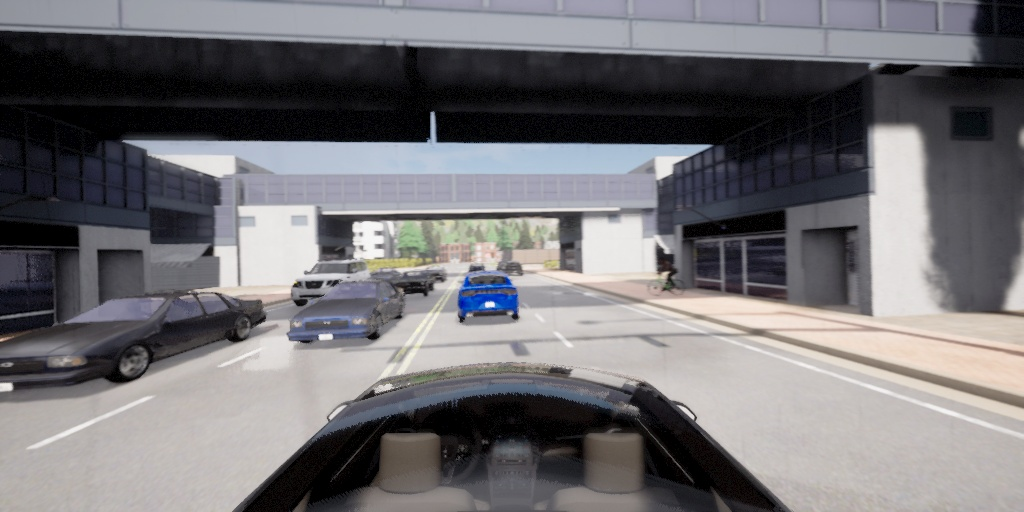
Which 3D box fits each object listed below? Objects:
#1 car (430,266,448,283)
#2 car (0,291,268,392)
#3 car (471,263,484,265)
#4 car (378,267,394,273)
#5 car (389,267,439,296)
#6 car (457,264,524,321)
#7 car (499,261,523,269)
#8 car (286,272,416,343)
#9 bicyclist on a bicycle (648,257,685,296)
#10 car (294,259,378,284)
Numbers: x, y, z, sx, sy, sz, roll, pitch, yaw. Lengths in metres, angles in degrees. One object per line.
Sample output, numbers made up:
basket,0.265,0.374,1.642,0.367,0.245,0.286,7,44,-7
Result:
car,-6.513,1.530,30.184,1.895,1.301,4.718,-2,0,-6
car,-7.635,1.506,7.795,2.033,1.411,5.357,-2,0,-6
car,-4.083,1.464,42.076,1.895,1.301,4.718,-2,0,-6
car,-9.779,1.582,27.825,1.994,1.385,4.181,-2,0,-6
car,-5.442,1.500,20.122,1.895,1.301,4.718,-2,0,-6
car,-0.909,1.253,12.738,1.882,1.535,5.008,-2,0,-6
car,0.016,1.257,36.658,1.837,1.490,4.892,-2,0,-6
car,-4.418,1.418,10.593,2.033,1.411,5.357,-2,0,-6
bicyclist on a bicycle,6.463,0.876,15.036,1.656,1.620,0.582,0,0,-6
car,-8.734,1.211,17.924,2.150,2.045,5.566,-2,0,-6
